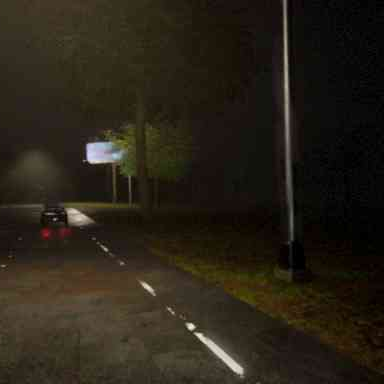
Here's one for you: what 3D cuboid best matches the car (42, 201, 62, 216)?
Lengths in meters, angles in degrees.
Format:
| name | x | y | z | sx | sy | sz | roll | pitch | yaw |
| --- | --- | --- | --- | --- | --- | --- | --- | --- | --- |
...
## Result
| name | x | y | z | sx | sy | sz | roll | pitch | yaw |
| --- | --- | --- | --- | --- | --- | --- | --- | --- | --- |
| car | -16.269 | 1.859 | 38.598 | 2.033 | 1.411 | 5.357 | -1 | 0 | -23 |

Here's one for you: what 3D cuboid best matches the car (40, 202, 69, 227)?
| name | x | y | z | sx | sy | sz | roll | pitch | yaw |
| --- | --- | --- | --- | --- | --- | --- | --- | --- | --- |
| car | -10.669 | 1.761 | 25.834 | 2.128 | 1.511 | 4.902 | -1 | 0 | -23 |
